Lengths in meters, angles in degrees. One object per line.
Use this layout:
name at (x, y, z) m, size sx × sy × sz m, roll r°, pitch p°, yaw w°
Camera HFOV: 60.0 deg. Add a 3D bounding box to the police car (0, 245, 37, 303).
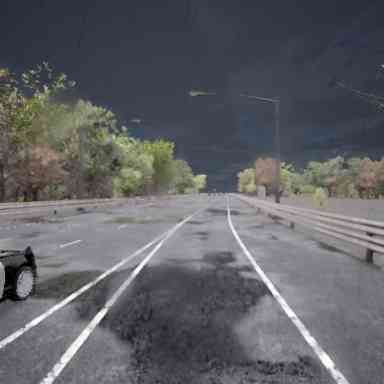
police car at (-4.505, 1.431, 5.462) m, size 1.930 × 1.638 × 5.238 m, roll 0°, pitch 0°, yaw 6°
